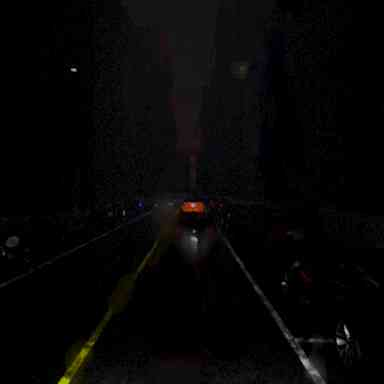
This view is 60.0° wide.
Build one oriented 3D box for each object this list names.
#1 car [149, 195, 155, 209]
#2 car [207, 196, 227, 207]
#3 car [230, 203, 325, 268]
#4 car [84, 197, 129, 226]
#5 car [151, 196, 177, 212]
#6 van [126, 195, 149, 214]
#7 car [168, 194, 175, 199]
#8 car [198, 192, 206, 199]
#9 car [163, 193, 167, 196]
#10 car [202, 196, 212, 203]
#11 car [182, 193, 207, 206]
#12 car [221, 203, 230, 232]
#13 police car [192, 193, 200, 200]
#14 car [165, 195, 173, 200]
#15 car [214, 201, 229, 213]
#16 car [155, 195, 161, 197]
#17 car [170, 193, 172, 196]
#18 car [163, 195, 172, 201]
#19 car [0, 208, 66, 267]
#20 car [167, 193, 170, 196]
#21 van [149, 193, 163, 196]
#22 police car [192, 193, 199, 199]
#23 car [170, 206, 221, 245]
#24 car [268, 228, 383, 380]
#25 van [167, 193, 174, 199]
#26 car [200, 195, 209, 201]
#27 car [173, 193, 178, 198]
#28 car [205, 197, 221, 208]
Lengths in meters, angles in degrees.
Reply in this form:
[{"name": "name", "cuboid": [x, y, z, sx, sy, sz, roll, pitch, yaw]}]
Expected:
[{"name": "car", "cuboid": [-5.761, 1.399, 39.037, 1.752, 1.417, 4.829, 0, 0, 0]}, {"name": "car", "cuboid": [2.763, 1.331, 33.576, 1.967, 1.590, 4.097, 0, 0, 0]}, {"name": "car", "cuboid": [2.761, 1.279, 11.032, 2.192, 1.841, 5.009, 0, 0, 0]}, {"name": "car", "cuboid": [-5.763, 1.367, 22.297, 1.967, 1.590, 4.097, 0, 0, 0]}, {"name": "car", "cuboid": [-3.093, 1.479, 37.586, 1.895, 1.301, 4.718, 0, 0, 0]}, {"name": "van", "cuboid": [-5.762, 1.232, 33.570, 1.690, 1.788, 3.998, 0, 0, 0]}, {"name": "car", "cuboid": [-5.756, 1.269, 95.406, 1.752, 1.417, 4.829, 0, 0, 0]}, {"name": "car", "cuboid": [2.768, 1.039, 95.575, 2.192, 1.841, 5.009, 0, 0, 0]}, {"name": "car", "cuboid": [-5.760, 1.265, 56.116, 1.967, 1.590, 4.097, 0, 0, 0]}, {"name": "car", "cuboid": [2.766, 1.391, 61.759, 1.802, 1.307, 4.206, 0, 0, 0]}, {"name": "car", "cuboid": [0.096, 1.249, 31.671, 2.097, 1.767, 4.553, 0, 0, 0]}, {"name": "car", "cuboid": [2.762, 1.490, 16.669, 1.887, 1.381, 4.507, 0, 0, 0]}, {"name": "police car", "cuboid": [0.909, 1.172, 85.668, 1.930, 1.638, 5.238, 0, 0, 0]}, {"name": "car", "cuboid": [-5.756, 1.332, 84.301, 1.802, 1.307, 4.206, 0, 0, 0]}, {"name": "car", "cuboid": [2.763, 1.493, 22.305, 1.947, 1.339, 4.313, 0, 0, 0]}, {"name": "car", "cuboid": [-5.760, 1.408, 44.843, 2.008, 1.369, 4.403, 0, 0, 0]}, {"name": "car", "cuboid": [-5.758, 1.360, 67.391, 1.947, 1.339, 4.313, 0, 0, 0]}, {"name": "car", "cuboid": [-5.757, 1.314, 78.663, 2.008, 1.369, 4.403, 0, 0, 0]}, {"name": "car", "cuboid": [-5.764, 1.404, 11.024, 1.967, 1.590, 4.097, 0, 0, 0]}, {"name": "car", "cuboid": [-5.760, 1.124, 61.753, 2.192, 1.841, 5.009, 0, 0, 0]}, {"name": "van", "cuboid": [-5.761, 1.182, 50.480, 1.690, 1.788, 3.998, 0, 0, 0]}, {"name": "police car", "cuboid": [0.878, 1.149, 95.668, 1.930, 1.638, 5.238, 0, 0, 0]}, {"name": "car", "cuboid": [0.095, 1.551, 15.173, 1.895, 1.301, 4.718, 0, 0, 0]}, {"name": "car", "cuboid": [2.761, 1.548, 5.396, 1.947, 1.339, 4.313, 0, 0, 0]}, {"name": "van", "cuboid": [-5.757, 1.078, 89.936, 1.690, 1.788, 3.998, 0, 0, 0]}, {"name": "car", "cuboid": [2.768, 1.360, 73.032, 1.802, 1.307, 4.206, 0, 0, 0]}, {"name": "car", "cuboid": [-2.992, 0.975, 78.096, 1.895, 1.301, 4.718, 0, 0, 0]}, {"name": "car", "cuboid": [2.765, 1.423, 44.850, 1.947, 1.339, 4.313, 0, 0, 0]}]
